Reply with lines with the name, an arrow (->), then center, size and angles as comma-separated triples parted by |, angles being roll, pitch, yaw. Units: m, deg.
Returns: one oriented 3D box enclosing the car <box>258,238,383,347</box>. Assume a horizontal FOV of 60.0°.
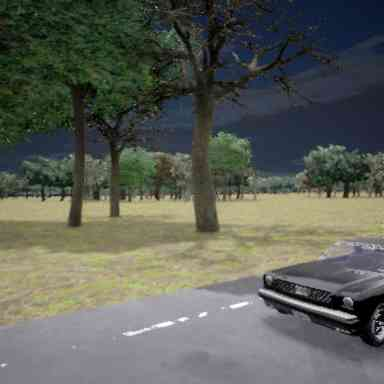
car -> 3.510, 1.643, 6.503 | 4.718, 1.301, 1.895 | 0, 0, -36
